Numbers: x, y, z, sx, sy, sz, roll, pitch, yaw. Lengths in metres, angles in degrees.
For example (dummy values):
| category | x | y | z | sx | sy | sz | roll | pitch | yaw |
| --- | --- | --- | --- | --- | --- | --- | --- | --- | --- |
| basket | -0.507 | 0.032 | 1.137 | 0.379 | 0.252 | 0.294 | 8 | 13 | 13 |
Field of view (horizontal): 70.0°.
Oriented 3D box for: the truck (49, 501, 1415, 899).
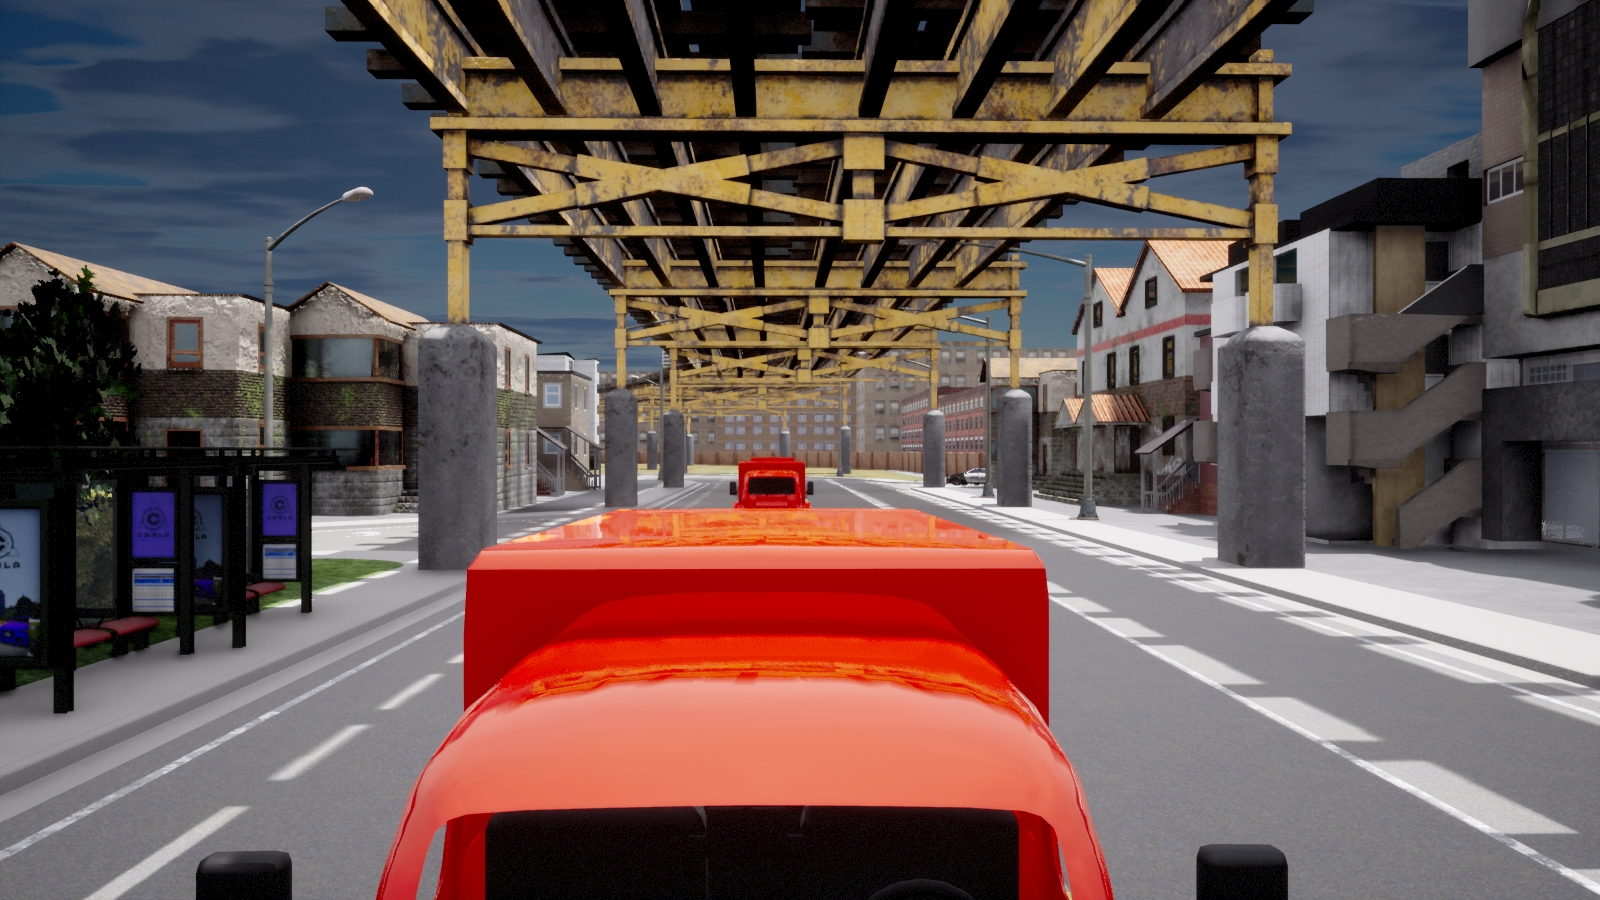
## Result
| category | x | y | z | sx | sy | sz | roll | pitch | yaw |
| --- | --- | --- | --- | --- | --- | --- | --- | --- | --- |
| truck | -0.167 | 1.568 | 4.802 | 2.627 | 2.467 | 5.204 | 0 | 0 | -1 |

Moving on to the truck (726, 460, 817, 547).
| category | x | y | z | sx | sy | sz | roll | pitch | yaw |
| --- | --- | --- | --- | --- | --- | --- | --- | --- | --- |
| truck | -0.885 | 1.568 | 35.800 | 2.627 | 2.467 | 5.204 | 0 | 0 | -1 |
